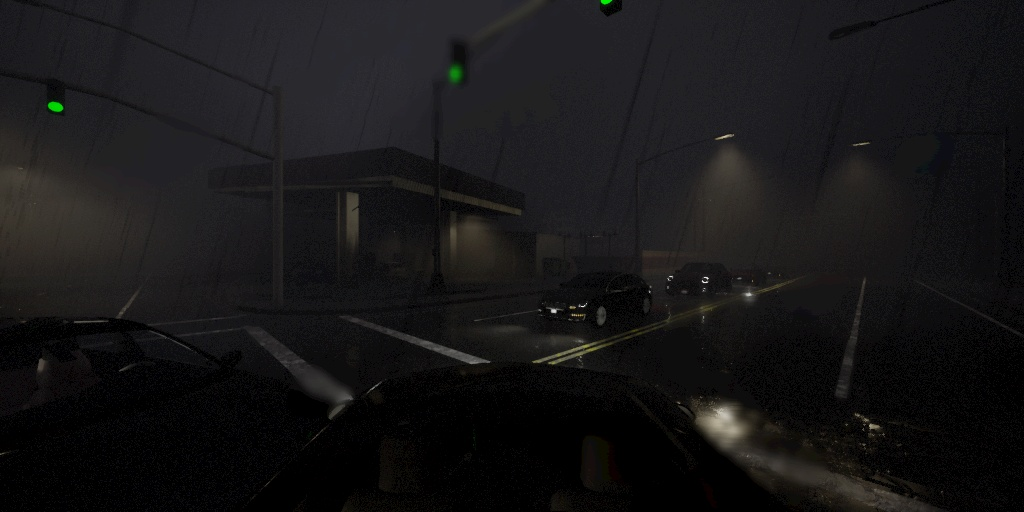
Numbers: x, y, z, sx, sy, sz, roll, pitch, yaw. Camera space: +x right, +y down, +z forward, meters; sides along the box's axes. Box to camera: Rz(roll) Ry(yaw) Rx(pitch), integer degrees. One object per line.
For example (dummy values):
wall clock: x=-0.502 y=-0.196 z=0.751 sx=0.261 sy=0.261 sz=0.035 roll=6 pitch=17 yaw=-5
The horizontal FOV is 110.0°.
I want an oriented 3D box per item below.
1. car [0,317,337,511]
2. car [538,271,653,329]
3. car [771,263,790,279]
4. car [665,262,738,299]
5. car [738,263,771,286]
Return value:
car: x=-3.430 y=1.242 z=2.480 sx=4.902 sy=1.511 sz=2.128 roll=0 pitch=0 yaw=15
car: x=2.841 y=1.255 z=11.520 sx=1.837 sy=1.490 sz=4.892 roll=0 pitch=0 yaw=44
car: x=23.667 y=1.314 z=32.403 sx=4.181 sy=1.385 sz=1.994 roll=0 pitch=0 yaw=-45
car: x=9.656 y=1.102 z=18.390 sx=2.097 sy=1.767 sz=4.553 roll=0 pitch=0 yaw=45
car: x=16.559 y=1.314 z=25.324 sx=1.994 sy=1.385 sz=4.181 roll=0 pitch=0 yaw=44
